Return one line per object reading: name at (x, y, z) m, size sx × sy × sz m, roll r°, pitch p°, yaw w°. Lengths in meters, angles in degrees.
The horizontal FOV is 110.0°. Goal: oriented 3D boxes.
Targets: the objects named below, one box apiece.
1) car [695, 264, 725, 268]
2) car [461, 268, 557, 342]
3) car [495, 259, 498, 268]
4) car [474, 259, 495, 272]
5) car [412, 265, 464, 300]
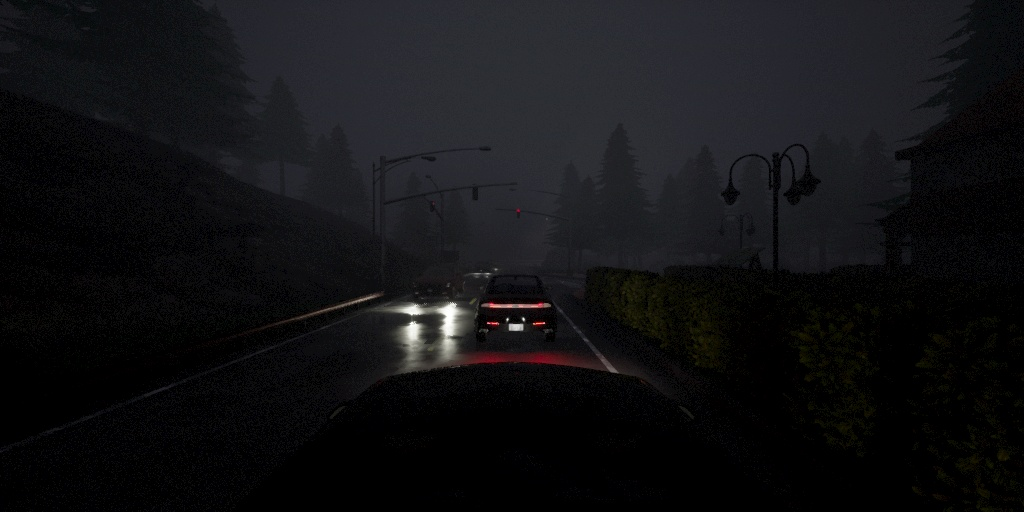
car at (15.755, 1.417, 29.547) m, size 4.892 × 1.490 × 1.837 m, roll 0°, pitch 0°, yaw 0°
car at (0.095, 1.242, 9.740) m, size 2.128 × 1.511 × 4.902 m, roll 0°, pitch 0°, yaw 0°
car at (-3.385, 1.232, 60.357) m, size 1.882 × 1.535 × 5.008 m, roll 0°, pitch 0°, yaw 0°
car at (-3.513, 1.297, 43.599) m, size 2.033 × 1.411 × 5.357 m, roll 0°, pitch 0°, yaw 0°
car at (-3.566, 1.227, 18.072) m, size 1.882 × 1.535 × 5.008 m, roll 0°, pitch 0°, yaw 0°
